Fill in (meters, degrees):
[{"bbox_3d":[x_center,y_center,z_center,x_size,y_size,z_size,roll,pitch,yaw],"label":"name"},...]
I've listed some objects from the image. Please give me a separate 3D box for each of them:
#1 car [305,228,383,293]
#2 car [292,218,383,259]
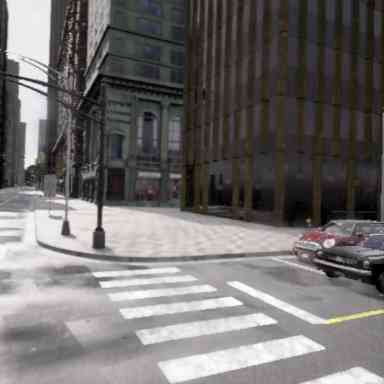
[{"bbox_3d":[5.801,1.879,9.509,4.718,1.301,1.895,2,-1,-25],"label":"car"},{"bbox_3d":[5.732,1.760,12.395,4.097,1.590,1.967,2,-1,-26],"label":"car"}]
